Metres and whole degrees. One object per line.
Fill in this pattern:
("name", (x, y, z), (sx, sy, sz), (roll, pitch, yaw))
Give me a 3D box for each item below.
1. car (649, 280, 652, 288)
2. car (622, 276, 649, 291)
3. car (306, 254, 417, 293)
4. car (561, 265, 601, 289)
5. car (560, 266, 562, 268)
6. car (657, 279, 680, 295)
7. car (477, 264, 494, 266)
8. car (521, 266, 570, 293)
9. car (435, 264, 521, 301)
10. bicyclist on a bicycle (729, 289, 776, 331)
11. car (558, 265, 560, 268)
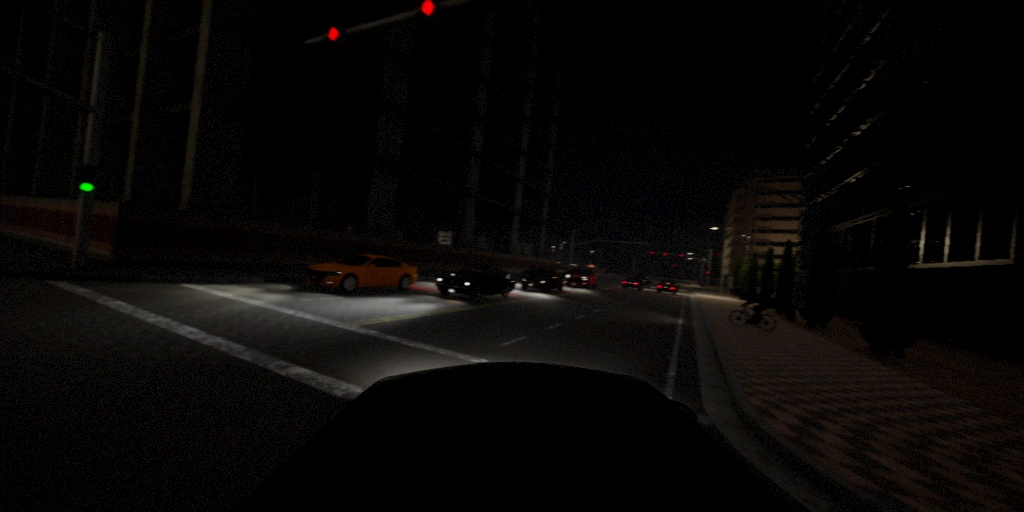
("car", (17.901, 3.532, 49.033), (1.837, 1.490, 4.892), (6, 0, 26))
("car", (13.668, 3.054, 40.272), (2.033, 1.411, 5.357), (6, 0, 27))
("car", (-6.288, 0.653, 15.639), (1.882, 1.535, 5.008), (6, 0, 26))
("car", (6.591, 2.050, 33.996), (2.097, 1.767, 4.553), (6, 0, 26))
("car", (7.011, 2.358, 42.751), (2.033, 1.411, 5.357), (6, 0, 27))
("car", (16.790, 3.377, 38.721), (2.033, 1.411, 5.357), (6, 0, 27))
("car", (-1.993, 1.252, 24.440), (2.033, 1.411, 5.357), (6, 0, 26))
("car", (2.265, 1.693, 25.191), (1.812, 1.442, 4.674), (6, 0, 26))
("car", (-1.602, 1.293, 17.315), (1.895, 1.301, 4.718), (6, 0, 26))
("bicyclist on a bicycle", (10.004, 2.219, 14.850), (1.656, 1.620, 0.582), (6, 0, 26))
("car", (2.344, 1.728, 33.280), (2.128, 1.511, 4.902), (6, 0, 26))
